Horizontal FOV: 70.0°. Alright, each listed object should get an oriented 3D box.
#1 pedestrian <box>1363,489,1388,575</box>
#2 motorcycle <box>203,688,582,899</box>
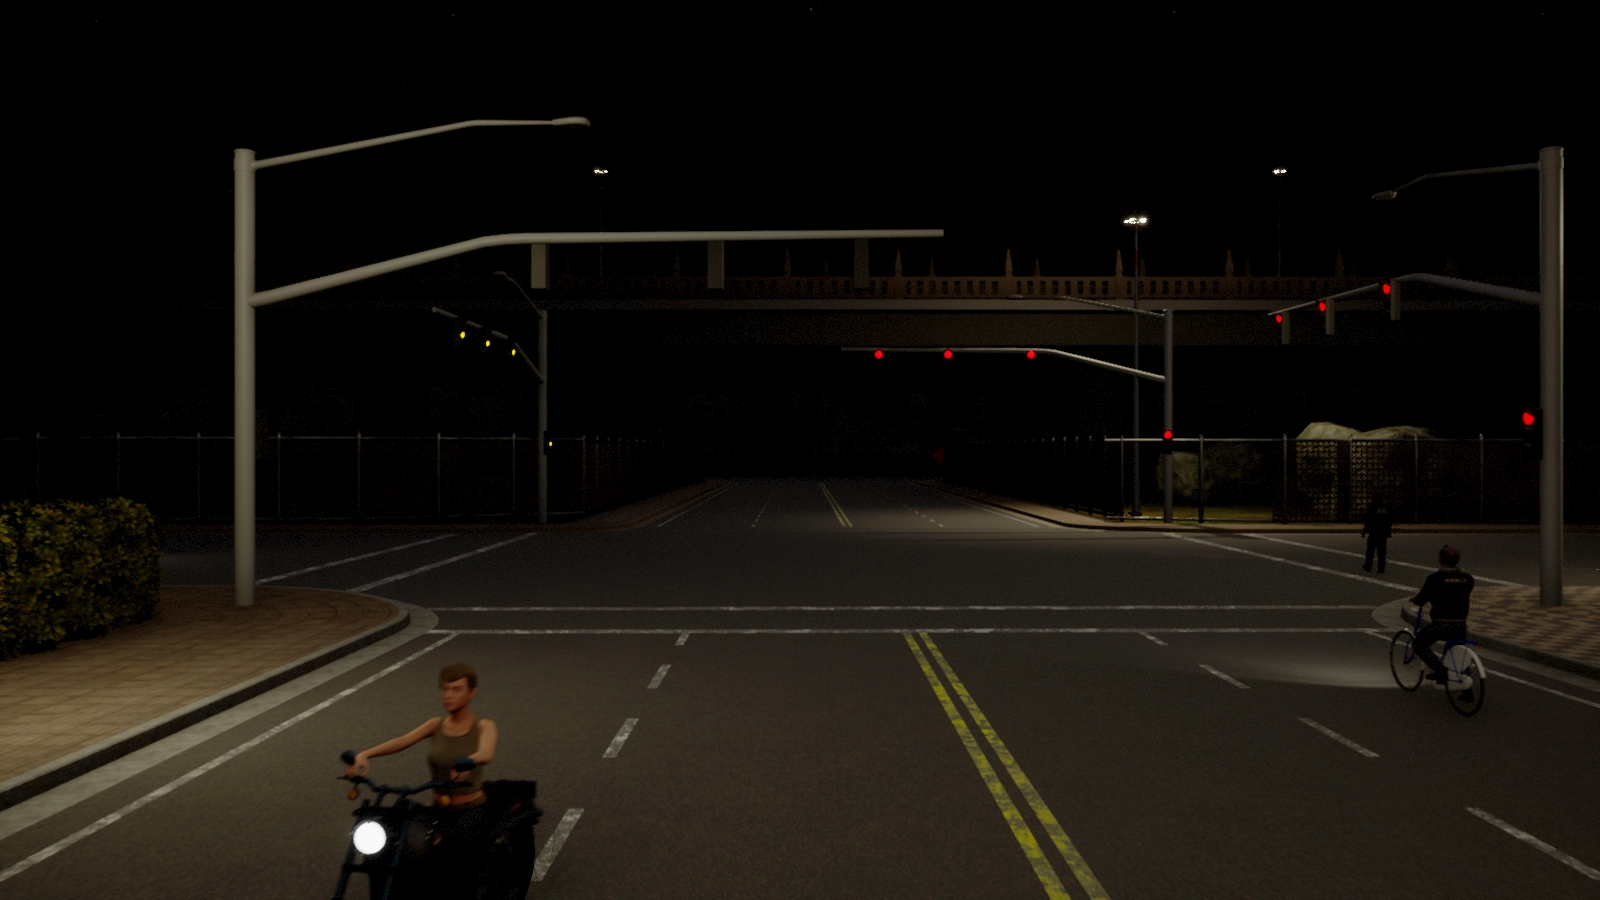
[{"bbox_3d":[12.722,1.802,25.263,0.375,1.860,0.375,0,0,7],"label":"pedestrian"},{"bbox_3d":[-1.954,2.157,5.983,0.764,1.307,2.356,0,0,11],"label":"motorcycle"}]
